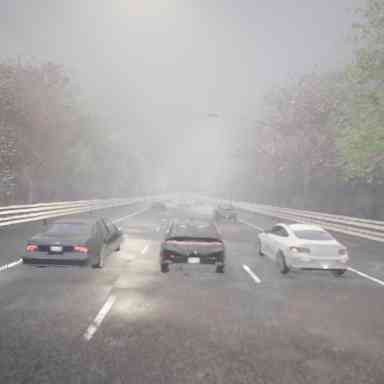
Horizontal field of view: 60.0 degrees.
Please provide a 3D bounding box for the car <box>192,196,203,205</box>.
[{"bbox_3d":[1.521,2.116,74.177,2.033,1.411,5.357,2,0,-2],"label":"car"}]

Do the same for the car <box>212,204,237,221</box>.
[{"bbox_3d":[2.886,1.827,30.198,2.128,1.511,4.902,2,0,-2],"label":"car"}]

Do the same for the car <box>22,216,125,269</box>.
[{"bbox_3d":[-3.516,1.497,10.916,2.033,1.411,5.357,2,0,-2],"label":"car"}]

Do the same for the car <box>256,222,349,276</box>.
[{"bbox_3d":[3.477,1.744,11.133,1.812,1.442,4.674,2,0,-2],"label":"car"}]

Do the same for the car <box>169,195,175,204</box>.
[{"bbox_3d":[-5.470,1.833,73.969,2.128,1.511,4.902,2,0,-2],"label":"car"}]

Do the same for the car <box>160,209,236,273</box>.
[{"bbox_3d":[-0.018,1.575,11.033,2.128,1.511,4.902,2,0,-2],"label":"car"}]

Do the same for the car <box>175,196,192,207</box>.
[{"bbox_3d":[-1.543,1.971,60.048,1.895,1.301,4.718,2,0,-2],"label":"car"}]

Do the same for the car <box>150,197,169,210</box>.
[{"bbox_3d":[-4.601,1.687,45.967,1.812,1.442,4.674,2,0,-2],"label":"car"}]
